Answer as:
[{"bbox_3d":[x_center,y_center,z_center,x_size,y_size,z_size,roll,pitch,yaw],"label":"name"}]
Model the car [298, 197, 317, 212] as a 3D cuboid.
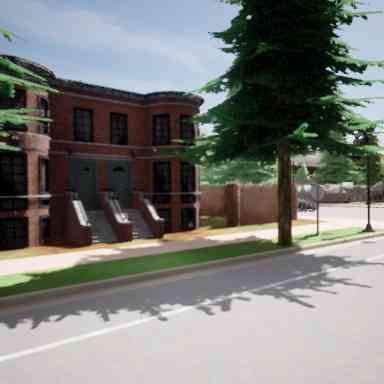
[{"bbox_3d":[10.376,1.170,33.360,1.812,1.442,4.674,-1,1,-38],"label":"car"}]
